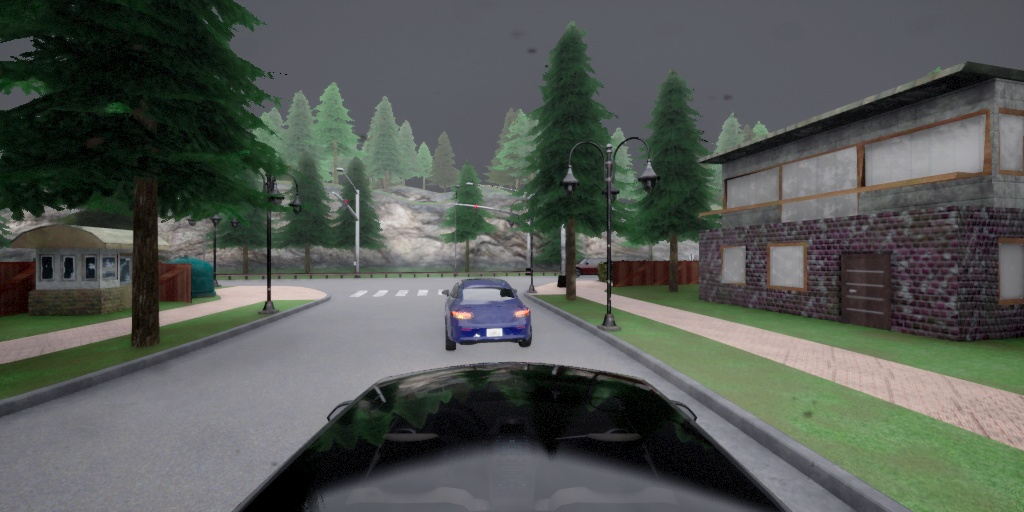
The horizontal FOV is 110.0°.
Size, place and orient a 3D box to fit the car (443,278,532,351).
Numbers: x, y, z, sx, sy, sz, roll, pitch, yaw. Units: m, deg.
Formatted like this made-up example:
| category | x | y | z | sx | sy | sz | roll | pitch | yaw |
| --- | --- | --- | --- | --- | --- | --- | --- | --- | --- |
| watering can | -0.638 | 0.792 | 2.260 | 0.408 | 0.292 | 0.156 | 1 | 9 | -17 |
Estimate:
| category | x | y | z | sx | sy | sz | roll | pitch | yaw |
| --- | --- | --- | --- | --- | --- | --- | --- | --- | --- |
| car | -0.755 | 1.276 | 9.015 | 1.812 | 1.442 | 4.674 | 0 | 0 | -11 |

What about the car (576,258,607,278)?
| category | x | y | z | sx | sy | sz | roll | pitch | yaw |
| --- | --- | --- | --- | --- | --- | --- | --- | --- | --- |
| car | 6.606 | 0.947 | 31.500 | 4.553 | 1.767 | 2.097 | 0 | 0 | -12 |
